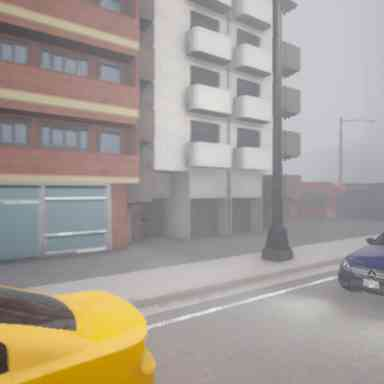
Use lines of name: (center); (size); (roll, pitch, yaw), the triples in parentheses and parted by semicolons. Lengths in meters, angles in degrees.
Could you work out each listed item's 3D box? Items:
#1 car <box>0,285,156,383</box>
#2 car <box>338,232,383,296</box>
car: (-2.652, 1.481, 2.093); (5.008, 1.535, 1.882); (0, 0, -36)
car: (5.366, 1.522, 7.822); (4.674, 1.442, 1.812); (0, 0, -36)
